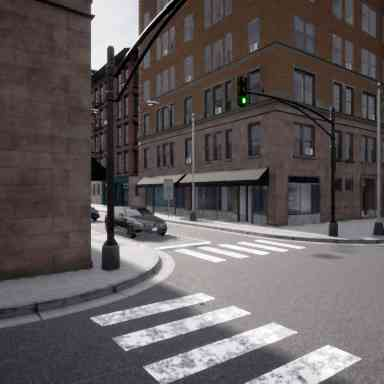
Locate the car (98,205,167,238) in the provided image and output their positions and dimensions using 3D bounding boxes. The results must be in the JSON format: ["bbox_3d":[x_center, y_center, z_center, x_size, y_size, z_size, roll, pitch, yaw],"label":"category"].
[{"bbox_3d":[-3.064,1.436,17.271,1.812,1.442,4.674,0,0,-35],"label":"car"}]

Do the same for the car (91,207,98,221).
[{"bbox_3d":[-8.719,1.398,25.197,2.033,1.411,5.357,0,0,-36],"label":"car"}]
